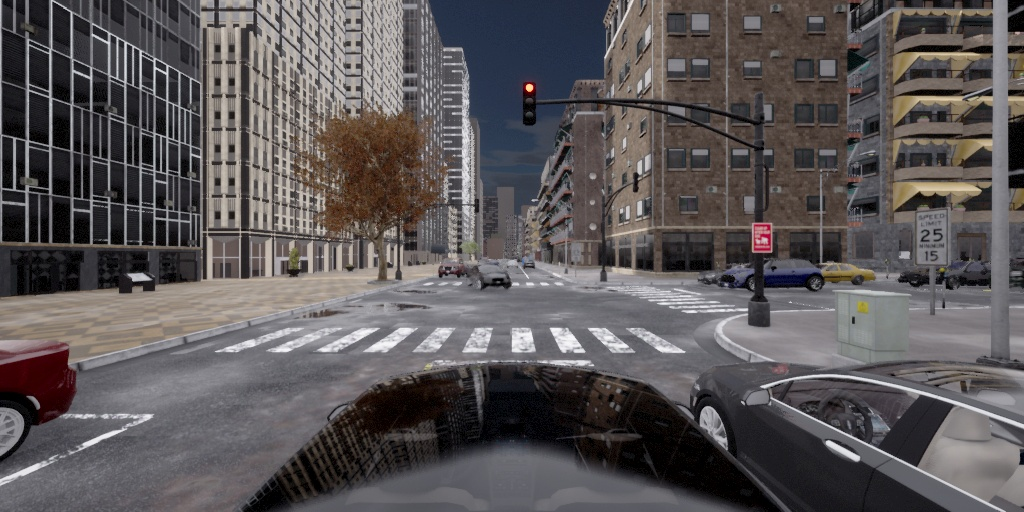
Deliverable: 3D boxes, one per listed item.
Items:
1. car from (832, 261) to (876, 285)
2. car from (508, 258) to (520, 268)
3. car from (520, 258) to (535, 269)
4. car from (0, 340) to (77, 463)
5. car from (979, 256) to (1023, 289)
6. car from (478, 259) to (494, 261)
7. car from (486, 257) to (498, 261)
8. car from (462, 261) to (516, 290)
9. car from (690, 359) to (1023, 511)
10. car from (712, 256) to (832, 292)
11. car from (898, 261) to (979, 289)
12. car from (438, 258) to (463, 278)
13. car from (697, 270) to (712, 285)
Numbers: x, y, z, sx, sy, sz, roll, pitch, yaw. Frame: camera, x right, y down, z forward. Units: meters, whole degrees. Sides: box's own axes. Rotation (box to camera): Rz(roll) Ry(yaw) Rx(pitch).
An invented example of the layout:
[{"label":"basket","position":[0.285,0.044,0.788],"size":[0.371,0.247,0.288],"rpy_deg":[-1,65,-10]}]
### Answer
[{"label":"car","position":[18.830,0.992,21.503],"size":[4.829,1.417,1.751],"rpy_deg":[0,0,-1]},{"label":"car","position":[0.096,1.316,62.647],"size":[1.812,1.442,4.674],"rpy_deg":[0,0,0]},{"label":"car","position":[2.685,1.348,56.509],"size":[1.948,1.339,4.313],"rpy_deg":[0,0,0]},{"label":"car","position":[-5.692,1.295,2.030],"size":[1.888,1.381,4.507],"rpy_deg":[0,0,0]},{"label":"car","position":[24.299,0.748,15.778],"size":[4.553,1.767,2.097],"rpy_deg":[-1,0,0]},{"label":"car","position":[-3.104,1.331,39.220],"size":[1.994,1.385,4.181],"rpy_deg":[0,0,0]},{"label":"car","position":[-3.071,1.335,60.159],"size":[2.033,1.411,5.357],"rpy_deg":[0,0,0]},{"label":"car","position":[-1.587,1.262,22.587],"size":[1.837,1.490,4.892],"rpy_deg":[-1,0,-19]},{"label":"car","position":[2.688,1.300,2.031],"size":[2.007,1.370,4.403],"rpy_deg":[0,0,0]},{"label":"car","position":[13.521,0.896,18.884],"size":[4.553,1.767,2.097],"rpy_deg":[-1,0,0]},{"label":"car","position":[23.902,0.948,18.965],"size":[5.357,1.411,2.033],"rpy_deg":[-1,0,-1]},{"label":"car","position":[-5.695,1.078,34.418],"size":[2.192,1.841,5.009],"rpy_deg":[0,0,0]},{"label":"car","position":[13.433,1.095,21.448],"size":[4.403,1.370,2.007],"rpy_deg":[0,0,-1]}]
